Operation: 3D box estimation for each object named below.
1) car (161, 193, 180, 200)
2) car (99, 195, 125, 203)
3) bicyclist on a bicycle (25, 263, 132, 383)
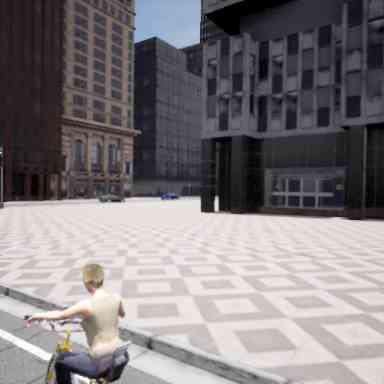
[{"bbox_3d":[-4.422,0.940,69.599,1.882,1.535,5.008,1,1,35],"label":"car"},{"bbox_3d":[-13.571,1.191,56.679,2.128,1.511,4.902,1,1,35],"label":"car"},{"bbox_3d":[-1.004,1.433,3.084,1.509,1.612,0.866,6,3,39],"label":"bicyclist on a bicycle"}]
